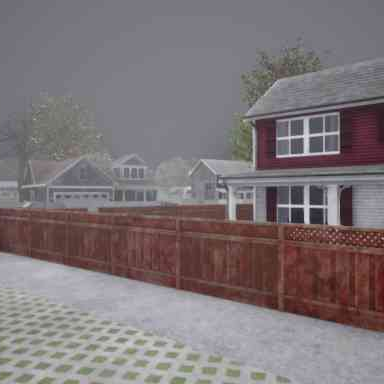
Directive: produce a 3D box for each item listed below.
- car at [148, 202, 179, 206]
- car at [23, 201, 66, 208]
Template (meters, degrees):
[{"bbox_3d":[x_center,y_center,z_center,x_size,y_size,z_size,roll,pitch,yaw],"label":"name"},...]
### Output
[{"bbox_3d":[-2.768,1.632,28.587,4.892,1.490,1.837,0,0,-35],"label":"car"},{"bbox_3d":[-10.726,1.430,22.743,4.553,1.767,2.097,0,0,-37],"label":"car"}]
